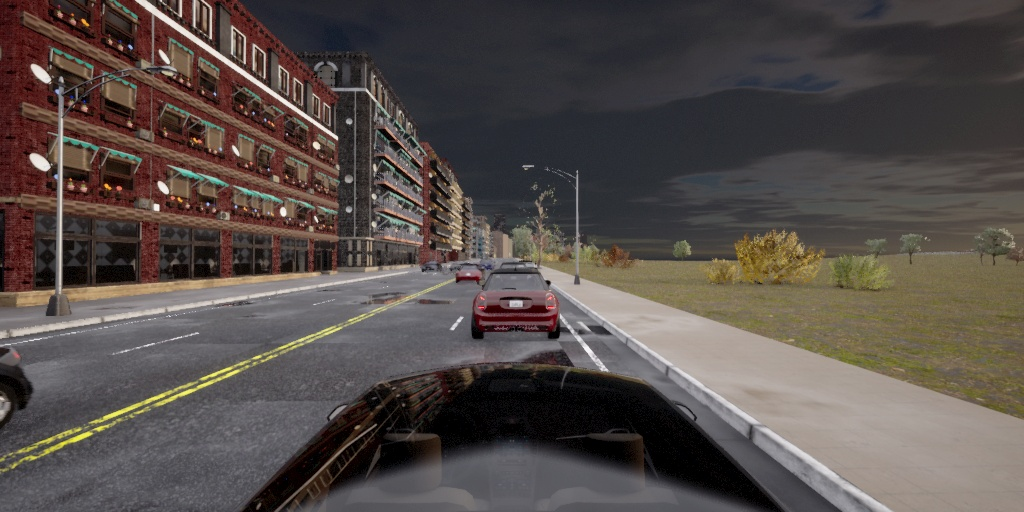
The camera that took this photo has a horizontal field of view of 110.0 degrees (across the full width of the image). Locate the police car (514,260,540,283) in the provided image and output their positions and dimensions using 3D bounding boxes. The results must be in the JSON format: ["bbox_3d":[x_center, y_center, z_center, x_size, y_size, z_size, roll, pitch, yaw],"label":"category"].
[{"bbox_3d":[1.104,1.180,29.508,1.930,1.638,5.238,0,0,0],"label":"police car"}]

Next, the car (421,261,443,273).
[{"bbox_3d":[-9.901,1.320,44.519,1.994,1.385,4.181,0,0,0],"label":"car"}]

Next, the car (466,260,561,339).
[{"bbox_3d":[0.083,1.104,10.240,2.097,1.767,4.553,0,0,0],"label":"car"}]

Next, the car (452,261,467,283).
[{"bbox_3d":[-3.182,1.318,28.079,1.994,1.385,4.181,0,0,0],"label":"car"}]

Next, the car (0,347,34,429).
[{"bbox_3d":[-6.603,1.314,2.384,1.994,1.385,4.181,0,0,0],"label":"car"}]

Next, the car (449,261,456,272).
[{"bbox_3d":[-6.652,1.320,45.347,1.994,1.385,4.181,0,0,0],"label":"car"}]
